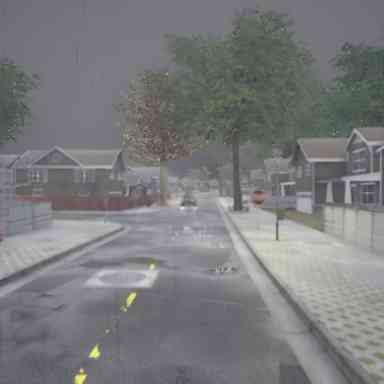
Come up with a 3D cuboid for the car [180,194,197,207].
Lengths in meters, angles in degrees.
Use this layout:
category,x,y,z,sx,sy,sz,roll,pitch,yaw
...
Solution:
category,x,y,z,sx,sy,sz,roll,pitch,yaw
car,-0.454,1.129,47.743,2.097,1.767,4.553,0,0,3
